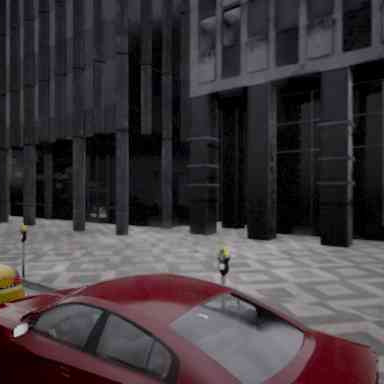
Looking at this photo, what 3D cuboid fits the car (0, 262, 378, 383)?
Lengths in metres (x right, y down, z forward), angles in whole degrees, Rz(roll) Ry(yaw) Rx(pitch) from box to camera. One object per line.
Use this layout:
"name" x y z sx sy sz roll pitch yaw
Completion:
"car" -0.597 1.547 3.389 4.507 1.381 1.887 0 0 36
